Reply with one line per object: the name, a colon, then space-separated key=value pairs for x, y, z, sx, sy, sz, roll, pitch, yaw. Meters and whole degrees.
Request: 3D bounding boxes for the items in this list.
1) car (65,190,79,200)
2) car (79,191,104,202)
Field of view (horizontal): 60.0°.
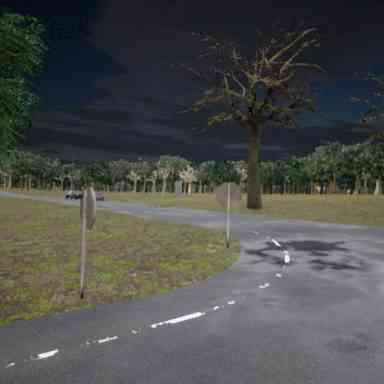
car: x=-20.689 y=0.471 z=58.198 sx=2.097 sy=1.767 sz=4.553 roll=2 pitch=-1 yaw=-36
car: x=-14.730 y=0.660 z=49.857 sx=2.128 sy=1.511 sz=4.902 roll=2 pitch=-1 yaw=-35
